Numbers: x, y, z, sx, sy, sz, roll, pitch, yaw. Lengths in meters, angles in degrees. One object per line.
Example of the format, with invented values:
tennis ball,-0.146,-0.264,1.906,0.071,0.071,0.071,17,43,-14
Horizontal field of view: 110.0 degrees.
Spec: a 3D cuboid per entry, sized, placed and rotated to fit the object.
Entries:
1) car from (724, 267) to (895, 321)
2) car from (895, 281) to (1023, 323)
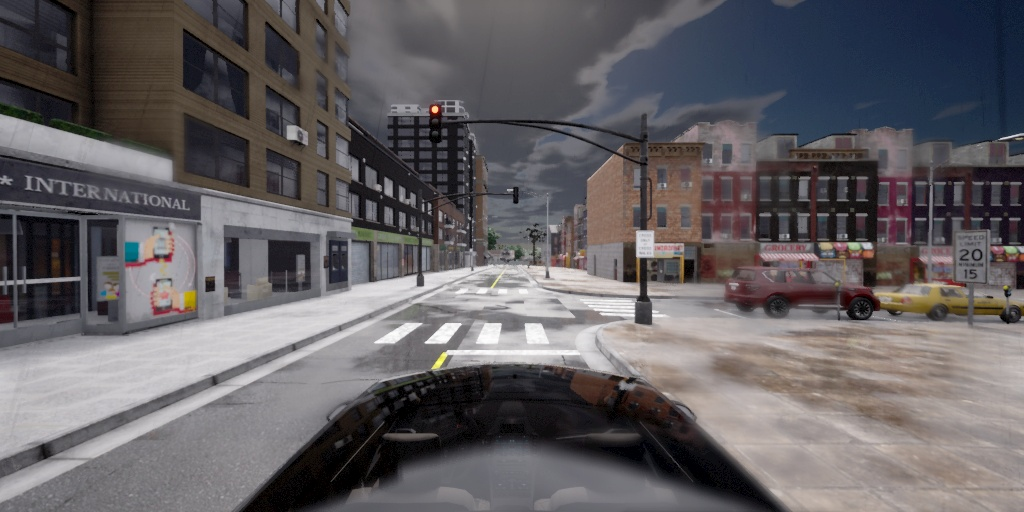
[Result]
car,10.832,1.350,13.670,5.009,1.841,2.192,0,0,0
car,16.547,1.663,13.641,4.829,1.417,1.751,0,0,0
